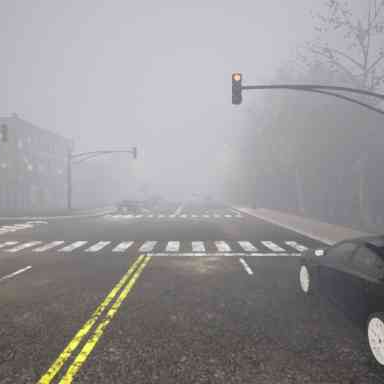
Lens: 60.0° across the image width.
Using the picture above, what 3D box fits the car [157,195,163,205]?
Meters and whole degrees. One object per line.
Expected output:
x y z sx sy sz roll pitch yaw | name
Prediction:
-6.553 1.458 56.633 1.882 1.535 5.008 0 0 0 | car

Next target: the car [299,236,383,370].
3.345 1.477 5.649 1.882 1.535 5.008 0 0 1 | car

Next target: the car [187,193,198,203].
0.136 1.197 68.642 2.150 2.045 5.566 0 0 0 | car

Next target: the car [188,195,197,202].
0.043 1.509 79.285 2.033 1.411 5.357 0 0 0 | car

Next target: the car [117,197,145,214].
-6.574 1.483 34.926 2.128 1.511 4.902 0 0 0 | car

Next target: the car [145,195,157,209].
-6.566 1.478 46.239 2.128 1.511 4.902 0 0 0 | car

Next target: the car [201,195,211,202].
3.293 1.494 79.164 2.128 1.511 4.902 0 0 0 | car

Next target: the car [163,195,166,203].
-6.491 1.328 66.713 2.097 1.767 4.553 0 0 1 | car

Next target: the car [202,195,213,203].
3.389 1.480 68.974 1.837 1.490 4.892 0 0 0 | car
